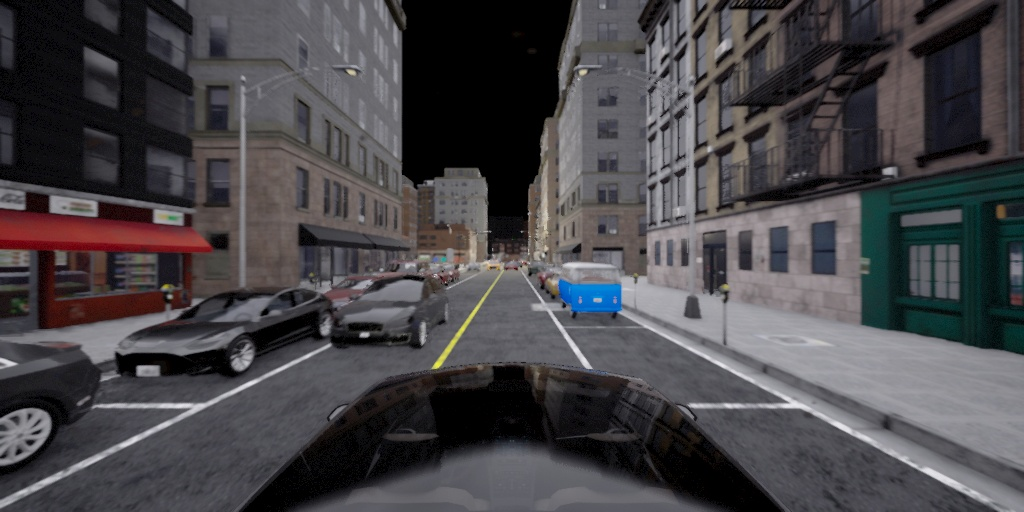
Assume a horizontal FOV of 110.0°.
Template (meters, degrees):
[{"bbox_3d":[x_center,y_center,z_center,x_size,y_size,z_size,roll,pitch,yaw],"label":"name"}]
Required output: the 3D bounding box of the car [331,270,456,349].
[{"bbox_3d":[-2.848,1.285,9.358,1.837,1.490,4.892,0,0,0],"label":"car"}]

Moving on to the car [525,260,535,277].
[{"bbox_3d":[2.762,1.249,38.610,2.097,1.767,4.553,0,0,0],"label":"car"}]

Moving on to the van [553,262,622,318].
[{"bbox_3d":[2.642,1.135,12.895,1.690,1.789,3.998,0,0,0],"label":"van"}]

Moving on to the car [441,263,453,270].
[{"bbox_3d":[-5.380,1.277,23.717,1.967,1.591,4.097,0,0,0],"label":"car"}]

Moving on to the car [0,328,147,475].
[{"bbox_3d":[-5.387,1.302,2.079,2.007,1.370,4.403,0,0,0],"label":"car"}]

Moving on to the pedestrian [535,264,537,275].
[{"bbox_3d":[2.763,1.483,41.415,0.375,1.300,0.375,0,0,-8],"label":"pedestrian"}]

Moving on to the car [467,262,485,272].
[{"bbox_3d":[-5.371,1.498,50.763,2.007,1.370,4.403,0,0,0],"label":"car"}]

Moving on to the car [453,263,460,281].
[{"bbox_3d":[-5.378,1.299,29.126,1.967,1.591,4.097,0,0,0],"label":"car"}]

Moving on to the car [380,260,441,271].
[{"bbox_3d":[-5.381,1.130,18.307,2.192,1.841,5.009,0,0,0],"label":"car"}]

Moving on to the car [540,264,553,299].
[{"bbox_3d":[2.644,1.341,18.475,1.751,1.417,4.829,0,0,0],"label":"car"}]

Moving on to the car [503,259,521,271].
[{"bbox_3d":[-0.241,1.531,55.530,1.994,1.385,4.181,0,0,-8],"label":"car"}]

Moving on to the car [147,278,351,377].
[{"bbox_3d":[-5.385,1.338,7.488,1.948,1.339,4.313,0,0,0],"label":"car"}]

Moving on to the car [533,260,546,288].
[{"bbox_3d":[2.645,1.277,23.714,1.967,1.591,4.097,0,0,0],"label":"car"}]

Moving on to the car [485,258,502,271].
[{"bbox_3d":[-2.733,1.460,54.233,1.882,1.535,5.008,0,0,0],"label":"car"}]
